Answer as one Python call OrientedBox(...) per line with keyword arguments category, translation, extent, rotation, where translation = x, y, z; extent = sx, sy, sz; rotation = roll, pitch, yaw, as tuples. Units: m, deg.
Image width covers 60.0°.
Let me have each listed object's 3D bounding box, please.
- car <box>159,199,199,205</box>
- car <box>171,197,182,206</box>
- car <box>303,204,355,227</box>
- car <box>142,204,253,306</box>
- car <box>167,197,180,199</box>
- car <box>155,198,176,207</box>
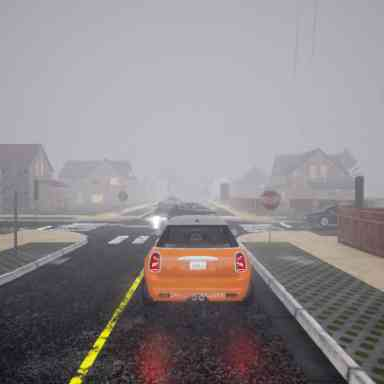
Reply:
OrientedBox(category="car", translation=(-0.078, 1.508, 23.549), extent=(2.128, 1.511, 4.902), rotation=(0, 0, -34))
OrientedBox(category="car", translation=(-2.793, 1.697, 60.313), extent=(1.812, 1.442, 4.674), rotation=(0, 0, 0))
OrientedBox(category="car", translation=(10.265, 1.579, 23.101), extent=(4.892, 1.490, 1.837), rotation=(0, 0, -2))
OrientedBox(category="car", translation=(0.105, 1.352, 8.162), extent=(2.097, 1.767, 4.553), rotation=(0, 0, 0))
OrientedBox(category="car", translation=(-2.815, 1.451, 46.815), extent=(2.097, 1.767, 4.553), rotation=(0, 0, 0))
OrientedBox(category="car", translation=(-2.831, 1.651, 35.139), extent=(1.895, 1.301, 4.718), rotation=(0, 0, 0))
